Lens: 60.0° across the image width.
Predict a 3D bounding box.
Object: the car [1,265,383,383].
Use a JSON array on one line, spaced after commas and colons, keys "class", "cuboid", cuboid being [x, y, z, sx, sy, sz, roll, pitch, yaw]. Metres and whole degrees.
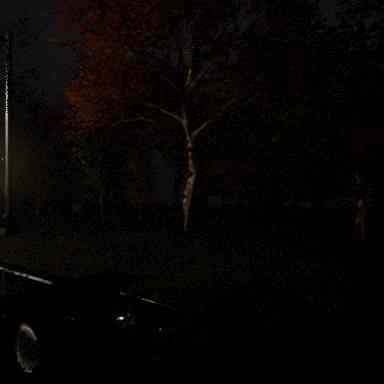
[{"class": "car", "cuboid": [-0.218, 1.576, 3.845, 4.718, 1.301, 1.895, 0, 0, 35]}]
